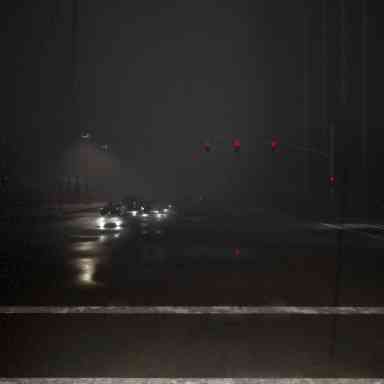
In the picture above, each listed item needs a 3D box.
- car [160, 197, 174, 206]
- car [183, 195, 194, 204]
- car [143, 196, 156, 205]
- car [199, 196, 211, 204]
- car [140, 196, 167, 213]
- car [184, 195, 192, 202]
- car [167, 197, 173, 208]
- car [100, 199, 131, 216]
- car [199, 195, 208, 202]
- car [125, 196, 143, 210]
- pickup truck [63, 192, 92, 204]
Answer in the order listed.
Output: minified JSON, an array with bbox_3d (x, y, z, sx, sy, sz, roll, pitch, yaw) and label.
[{"bbox_3d":[-4.338,1.547,57.933,2.033,1.411,5.357,0,0,0],"label":"car"},{"bbox_3d":[-0.749,1.352,65.456,2.097,1.767,4.553,0,0,-1],"label":"car"},{"bbox_3d":[-7.867,1.477,61.682,1.882,1.535,5.008,0,0,0],"label":"car"},{"bbox_3d":[2.759,1.492,64.682,2.128,1.511,4.902,0,0,-1],"label":"car"},{"bbox_3d":[-4.164,1.525,36.826,1.812,1.442,4.674,0,0,1],"label":"car"},{"bbox_3d":[-0.947,1.478,75.459,1.882,1.535,5.008,0,0,-1],"label":"car"},{"bbox_3d":[-4.253,1.491,47.281,2.128,1.511,4.902,0,0,0],"label":"car"},{"bbox_3d":[-7.607,1.601,32.711,1.895,1.301,4.718,0,0,-1],"label":"car"},{"bbox_3d":[2.555,1.524,75.254,1.812,1.442,4.674,0,0,-1],"label":"car"},{"bbox_3d":[-7.706,1.352,41.884,2.097,1.767,4.553,0,0,0],"label":"car"},{"bbox_3d":[-20.918,1.059,60.092,2.390,2.098,6.274,0,0,30],"label":"pickup truck"}]
